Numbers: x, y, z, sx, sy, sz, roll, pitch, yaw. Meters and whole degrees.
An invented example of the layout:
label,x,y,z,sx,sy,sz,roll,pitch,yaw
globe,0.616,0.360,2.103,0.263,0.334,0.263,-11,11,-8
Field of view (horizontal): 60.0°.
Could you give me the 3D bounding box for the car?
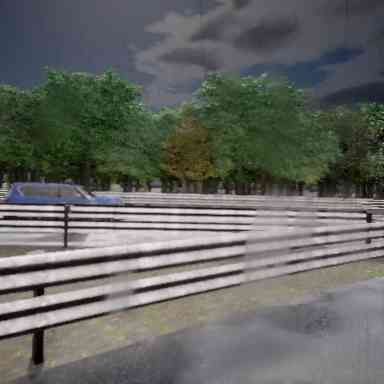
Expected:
label,x,y,z,sx,sy,sz,roll,pitch,yaw
car,-5.981,0.615,16.023,5.566,2.045,2.150,2,1,-4
